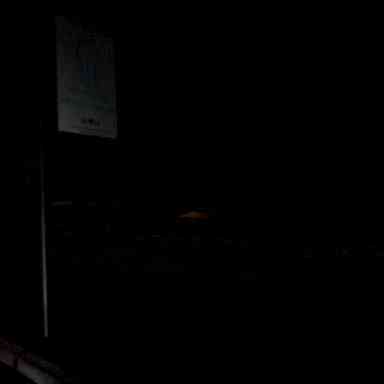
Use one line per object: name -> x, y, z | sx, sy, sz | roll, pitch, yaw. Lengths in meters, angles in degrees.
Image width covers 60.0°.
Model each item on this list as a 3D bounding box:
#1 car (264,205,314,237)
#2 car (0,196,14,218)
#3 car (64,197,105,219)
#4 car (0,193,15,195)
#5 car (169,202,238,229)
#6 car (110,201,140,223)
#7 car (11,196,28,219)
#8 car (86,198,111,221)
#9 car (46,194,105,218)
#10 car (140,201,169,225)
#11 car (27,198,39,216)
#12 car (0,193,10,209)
car -> 5.714, 1.512, 18.586 | 2.163, 1.488, 4.792 | 0, 0, 35
car -> -16.787, 1.443, 34.845 | 1.946, 1.575, 5.366 | 0, 0, 35
car -> -7.840, 1.465, 28.264 | 2.097, 1.535, 5.008 | 0, 0, 35
car -> -23.698, 1.152, 39.497 | 2.435, 2.045, 5.566 | 0, 0, 35
car -> 1.098, 1.474, 21.675 | 1.946, 1.575, 5.366 | 0, 0, 35
car -> -3.314, 1.472, 25.048 | 2.231, 1.521, 4.892 | 0, 0, 35
car -> -14.634, 1.454, 33.081 | 2.097, 1.535, 5.008 | 0, 0, 35
car -> -5.577, 1.468, 26.655 | 2.097, 1.535, 5.008 | 0, 0, 35
car -> -10.122, 1.211, 29.844 | 2.435, 2.045, 5.566 | 0, 0, 35
car -> -1.040, 1.504, 23.458 | 2.163, 1.488, 4.792 | 0, 0, 35
car -> -12.370, 1.461, 31.471 | 2.231, 1.521, 4.892 | 0, 0, 35
car -> -25.928, 1.133, 41.152 | 2.435, 2.045, 5.566 | 1, 0, 35
